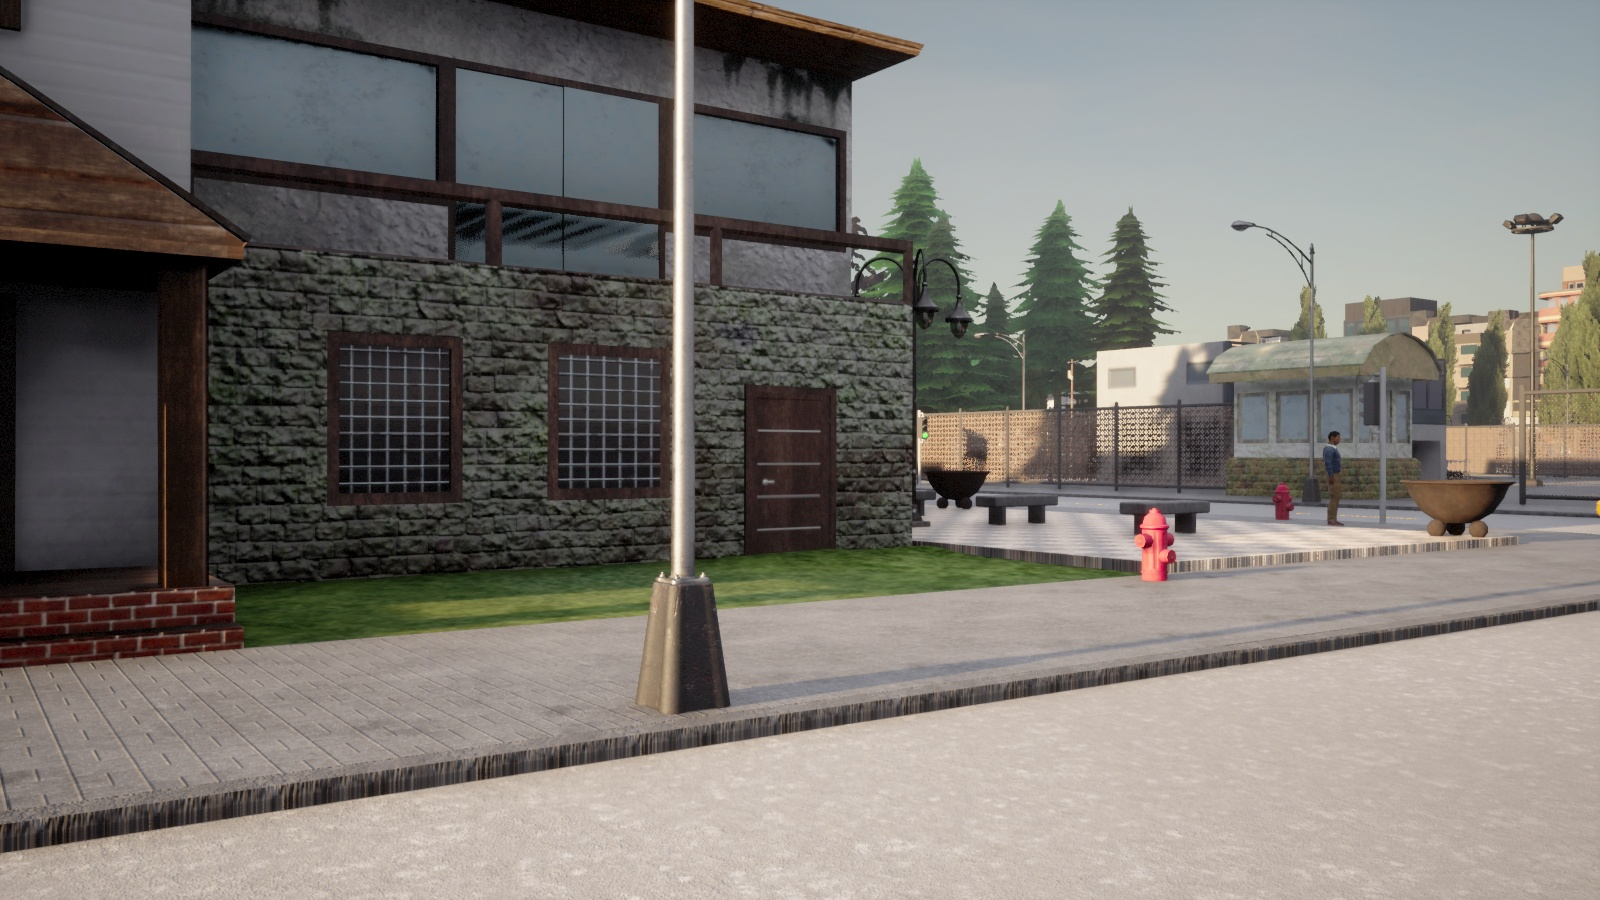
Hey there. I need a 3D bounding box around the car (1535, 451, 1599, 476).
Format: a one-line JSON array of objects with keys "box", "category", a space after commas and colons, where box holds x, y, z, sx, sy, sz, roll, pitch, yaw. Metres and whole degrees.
[{"box": [48.228, 0.836, 77.256, 1.837, 1.490, 4.892, 0, 0, -35], "category": "car"}]

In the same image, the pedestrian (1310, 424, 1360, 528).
[{"box": [10.221, 0.487, 24.008, 0.788, 1.949, 0.423, 0, 0, 39], "category": "pedestrian"}]

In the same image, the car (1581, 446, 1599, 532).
[{"box": [16.675, 0.701, 21.516, 1.801, 1.575, 5.366, 0, 0, -30], "category": "car"}]
